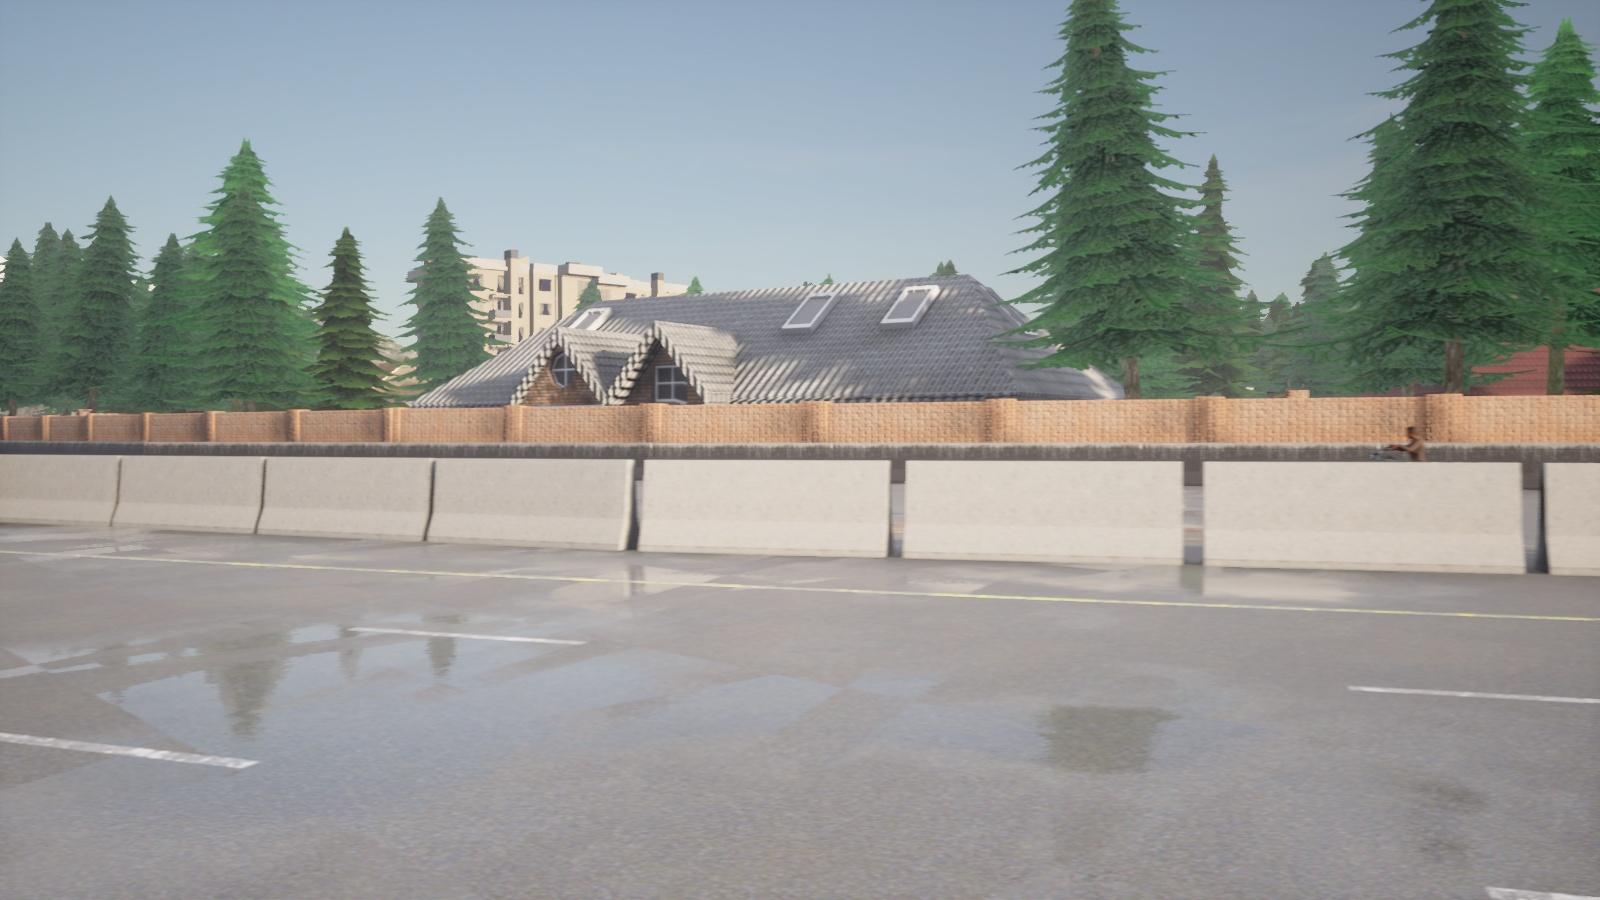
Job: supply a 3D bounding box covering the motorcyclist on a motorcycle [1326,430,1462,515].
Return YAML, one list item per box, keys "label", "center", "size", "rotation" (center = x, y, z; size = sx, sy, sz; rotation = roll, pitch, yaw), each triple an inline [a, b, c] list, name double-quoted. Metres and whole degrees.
- label: "motorcyclist on a motorcycle"
  center: [11.814, 0.422, 25.060]
  size: [2.350, 1.649, 0.766]
  rotation: [0, 0, 17]
